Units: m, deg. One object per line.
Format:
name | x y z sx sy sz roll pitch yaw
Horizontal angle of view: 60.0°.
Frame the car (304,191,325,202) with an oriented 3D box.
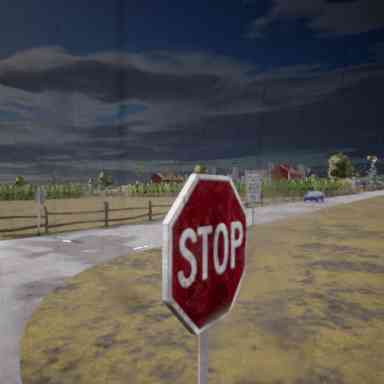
car | 17.391 0.616 47.268 1.882 1.535 5.008 0 1 35
